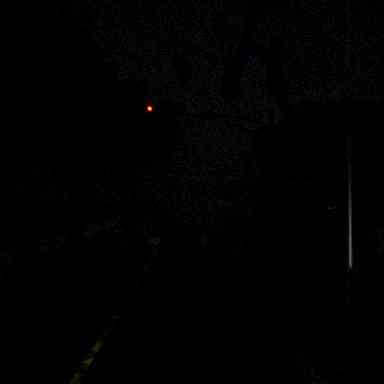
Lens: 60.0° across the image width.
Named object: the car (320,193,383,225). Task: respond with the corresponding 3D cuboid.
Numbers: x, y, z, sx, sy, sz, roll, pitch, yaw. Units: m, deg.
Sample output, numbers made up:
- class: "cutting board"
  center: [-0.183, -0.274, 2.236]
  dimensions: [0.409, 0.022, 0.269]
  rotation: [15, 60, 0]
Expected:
- class: "car"
  center: [11.434, 1.115, 22.152]
  dimensions: [5.566, 2.045, 2.150]
  rotation: [0, -1, 0]
